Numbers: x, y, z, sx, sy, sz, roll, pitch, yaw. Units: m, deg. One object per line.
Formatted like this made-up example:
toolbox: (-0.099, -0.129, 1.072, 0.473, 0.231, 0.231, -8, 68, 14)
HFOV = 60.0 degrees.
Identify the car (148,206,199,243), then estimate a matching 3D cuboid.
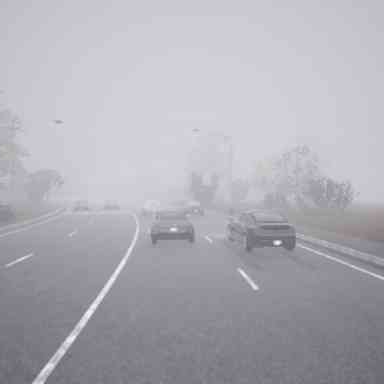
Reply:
car: (-1.019, 1.586, 16.289, 1.994, 1.385, 4.181, 0, 0, -6)

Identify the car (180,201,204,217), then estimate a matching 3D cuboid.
car: (-0.138, 1.568, 32.074, 1.812, 1.442, 4.674, 0, 0, -12)

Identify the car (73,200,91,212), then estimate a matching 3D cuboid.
car: (-13.137, 1.612, 39.790, 2.033, 1.411, 5.357, 0, 0, -16)

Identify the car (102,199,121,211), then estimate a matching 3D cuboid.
car: (-10.069, 1.591, 41.637, 1.812, 1.442, 4.674, 0, 0, -17)

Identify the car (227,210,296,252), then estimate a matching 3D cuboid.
car: (2.746, 1.516, 13.989, 1.837, 1.490, 4.892, 0, 0, -5)

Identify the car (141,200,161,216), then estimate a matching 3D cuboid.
car: (-4.064, 1.574, 33.573, 1.812, 1.442, 4.674, 0, 0, -13)
